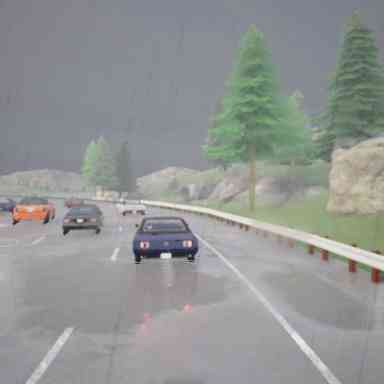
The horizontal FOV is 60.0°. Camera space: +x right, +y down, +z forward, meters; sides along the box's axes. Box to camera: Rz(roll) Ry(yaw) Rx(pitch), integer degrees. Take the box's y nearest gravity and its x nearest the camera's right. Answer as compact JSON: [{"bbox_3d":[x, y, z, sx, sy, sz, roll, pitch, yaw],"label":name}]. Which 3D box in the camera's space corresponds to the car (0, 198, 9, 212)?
[{"bbox_3d":[-17.240,1.270,30.535,1.812,1.442,4.674,0,1,-23],"label":"car"}]

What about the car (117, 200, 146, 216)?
[{"bbox_3d":[-5.421,1.318,29.163,1.895,1.301,4.718,0,1,-19],"label":"car"}]

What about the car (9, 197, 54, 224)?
[{"bbox_3d":[-10.795,1.151,22.997,2.097,1.767,4.553,0,1,-17],"label":"car"}]

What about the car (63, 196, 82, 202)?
[{"bbox_3d":[-14.467,1.195,40.536,1.994,1.385,4.181,0,1,-29],"label":"car"}]

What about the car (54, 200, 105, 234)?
[{"bbox_3d":[-5.854,1.379,18.190,2.033,1.411,5.357,0,1,-13],"label":"car"}]

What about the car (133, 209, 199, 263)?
[{"bbox_3d":[-1.030,1.484,11.549,1.895,1.301,4.718,0,1,-8],"label":"car"}]
